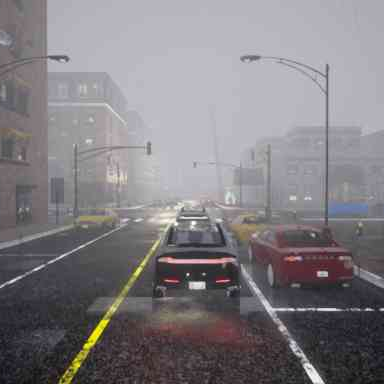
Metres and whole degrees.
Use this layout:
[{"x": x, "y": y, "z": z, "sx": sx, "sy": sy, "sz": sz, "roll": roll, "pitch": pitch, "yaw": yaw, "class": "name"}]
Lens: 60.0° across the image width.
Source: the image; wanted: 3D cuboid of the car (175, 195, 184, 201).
[{"x": -3.180, "y": 1.512, "z": 84.599, "sx": 2.128, "sy": 1.511, "sz": 4.902, "roll": 0, "pitch": 0, "yaw": 0, "class": "car"}]

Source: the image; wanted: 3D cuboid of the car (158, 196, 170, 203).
[{"x": -5.845, "y": 1.599, "z": 69.956, "sx": 2.008, "sy": 1.369, "sz": 4.403, "roll": 0, "pitch": 0, "yaw": 0, "class": "car"}]

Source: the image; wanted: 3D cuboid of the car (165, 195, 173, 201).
[{"x": -5.882, "y": 1.601, "z": 86.875, "sx": 1.752, "sy": 1.417, "sz": 4.829, "roll": 0, "pitch": 0, "yaw": 0, "class": "car"}]

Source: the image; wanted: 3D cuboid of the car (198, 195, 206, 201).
[{"x": 2.499, "y": 1.627, "z": 87.076, "sx": 2.008, "sy": 1.369, "sz": 4.403, "roll": -1, "pitch": 0, "yaw": 0, "class": "car"}]

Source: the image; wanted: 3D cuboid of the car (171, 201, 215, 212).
[{"x": 0.061, "y": 1.494, "z": 18.855, "sx": 2.128, "sy": 1.511, "sz": 4.902, "roll": 0, "pitch": 0, "yaw": 0, "class": "car"}]

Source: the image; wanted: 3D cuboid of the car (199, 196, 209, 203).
[{"x": 2.535, "y": 1.599, "z": 69.986, "sx": 2.008, "sy": 1.369, "sz": 4.403, "roll": 0, "pitch": 0, "yaw": 0, "class": "car"}]

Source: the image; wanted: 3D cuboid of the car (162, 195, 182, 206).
[{"x": -3.203, "y": 1.574, "z": 54.633, "sx": 2.033, "sy": 1.411, "sz": 5.357, "roll": 0, "pitch": 0, "yaw": 0, "class": "car"}]

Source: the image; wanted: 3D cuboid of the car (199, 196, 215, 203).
[{"x": 2.571, "y": 1.465, "z": 52.895, "sx": 1.967, "sy": 1.590, "sz": 4.097, "roll": 0, "pitch": 0, "yaw": 0, "class": "car"}]

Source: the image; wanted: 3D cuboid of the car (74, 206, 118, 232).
[{"x": -5.739, "y": 1.528, "z": 20.240, "sx": 1.752, "sy": 1.417, "sz": 4.829, "roll": 0, "pitch": 0, "yaw": 0, "class": "car"}]

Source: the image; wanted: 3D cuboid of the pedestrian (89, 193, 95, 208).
[{"x": -12.721, "y": 1.082, "z": 42.276, "sx": 0.375, "sy": 1.860, "sz": 0.375, "roll": 0, "pitch": 0, "yaw": -1, "class": "pedestrian"}]

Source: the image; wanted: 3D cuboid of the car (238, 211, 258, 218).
[{"x": 2.653, "y": 1.526, "z": 14.897, "sx": 1.752, "sy": 1.417, "sz": 4.829, "roll": 0, "pitch": 0, "yaw": 0, "class": "car"}]

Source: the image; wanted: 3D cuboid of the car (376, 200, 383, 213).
[{"x": 21.635, "y": 1.616, "z": 37.072, "sx": 4.181, "sy": 1.385, "sz": 1.994, "roll": 0, "pitch": 0, "yaw": -1, "class": "car"}]

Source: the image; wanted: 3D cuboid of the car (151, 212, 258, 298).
[{"x": 0.084, "y": 1.491, "z": 8.486, "sx": 2.128, "sy": 1.511, "sz": 4.902, "roll": 0, "pitch": 0, "yaw": 0, "class": "car"}]

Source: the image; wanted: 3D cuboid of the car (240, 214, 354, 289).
[{"x": 2.666, "y": 1.544, "z": 9.030, "sx": 1.887, "sy": 1.381, "sz": 4.507, "roll": 0, "pitch": 0, "yaw": 0, "class": "car"}]

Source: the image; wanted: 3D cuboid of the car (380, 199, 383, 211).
[{"x": 25.402, "y": 1.571, "z": 39.700, "sx": 4.829, "sy": 1.417, "sz": 1.752, "roll": 0, "pitch": 0, "yaw": -1, "class": "car"}]

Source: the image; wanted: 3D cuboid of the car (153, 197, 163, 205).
[{"x": -5.821, "y": 1.583, "z": 58.562, "sx": 2.008, "sy": 1.369, "sz": 4.403, "roll": 0, "pitch": 0, "yaw": 0, "class": "car"}]

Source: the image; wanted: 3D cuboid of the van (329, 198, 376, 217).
[{"x": 14.591, "y": 1.415, "z": 31.215, "sx": 3.998, "sy": 1.788, "sz": 1.690, "roll": 0, "pitch": 0, "yaw": -1, "class": "van"}]
